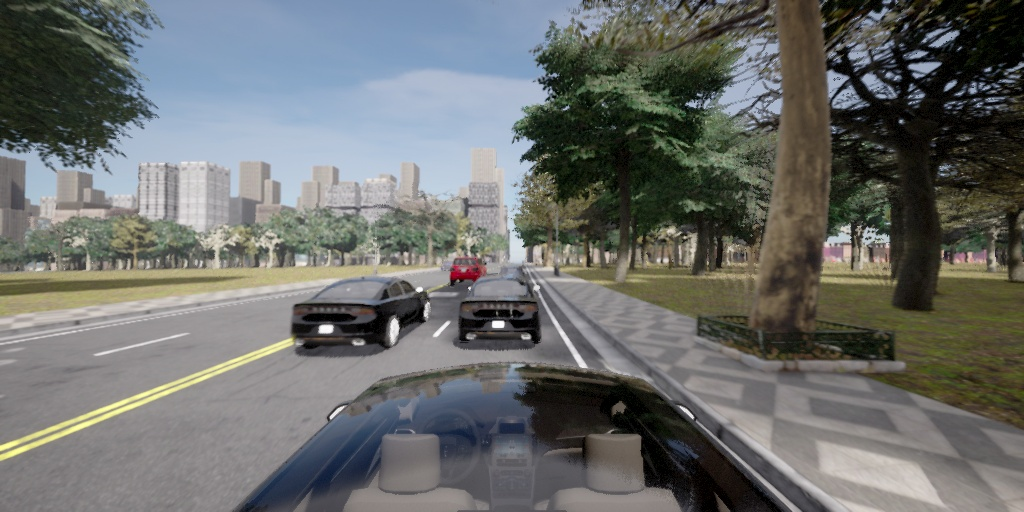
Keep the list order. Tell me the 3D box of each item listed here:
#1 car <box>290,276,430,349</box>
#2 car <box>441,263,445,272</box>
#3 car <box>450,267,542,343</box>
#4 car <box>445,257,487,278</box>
[{"bbox_3d":[-3.501,1.247,9.284,1.882,1.535,5.008,0,0,1],"label":"car"},{"bbox_3d":[-9.012,1.350,52.512,2.097,1.767,4.553,0,0,2],"label":"car"},{"bbox_3d":[-0.241,1.248,9.827,1.882,1.535,5.008,0,0,1],"label":"car"},{"bbox_3d":[-3.132,1.064,26.596,2.150,2.045,5.566,0,0,2],"label":"car"}]
